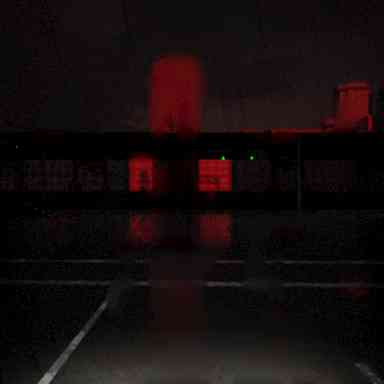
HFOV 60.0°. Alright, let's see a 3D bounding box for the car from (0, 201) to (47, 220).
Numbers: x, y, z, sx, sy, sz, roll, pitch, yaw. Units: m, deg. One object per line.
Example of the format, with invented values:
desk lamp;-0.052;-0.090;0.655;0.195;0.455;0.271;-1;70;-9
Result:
car;-14.454;1.477;27.354;5.008;1.535;1.882;0;-1;11
